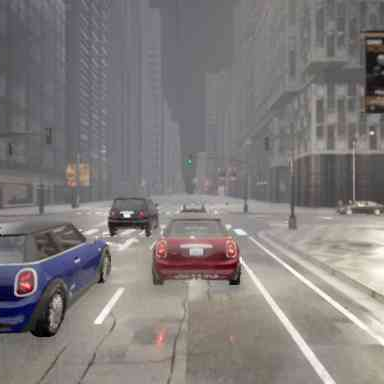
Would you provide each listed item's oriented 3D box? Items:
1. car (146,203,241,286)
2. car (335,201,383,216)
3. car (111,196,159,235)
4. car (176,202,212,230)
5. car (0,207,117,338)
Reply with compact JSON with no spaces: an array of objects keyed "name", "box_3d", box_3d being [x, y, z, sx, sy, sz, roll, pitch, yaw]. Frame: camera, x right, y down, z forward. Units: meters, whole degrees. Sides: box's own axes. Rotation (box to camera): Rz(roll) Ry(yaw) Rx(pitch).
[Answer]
[{"name":"car","box_3d":[0.100,1.358,9.590,2.097,1.767,4.553,0,0,0]},{"name":"car","box_3d":[15.873,1.534,31.542,4.403,1.369,2.008,0,0,0]},{"name":"car","box_3d":[-3.152,1.232,18.740,2.150,2.045,5.566,0,0,0]},{"name":"car","box_3d":[0.100,1.497,22.050,2.128,1.511,4.902,0,0,0]},{"name":"car","box_3d":[-3.151,1.356,6.795,2.097,1.767,4.553,0,0,0]}]
